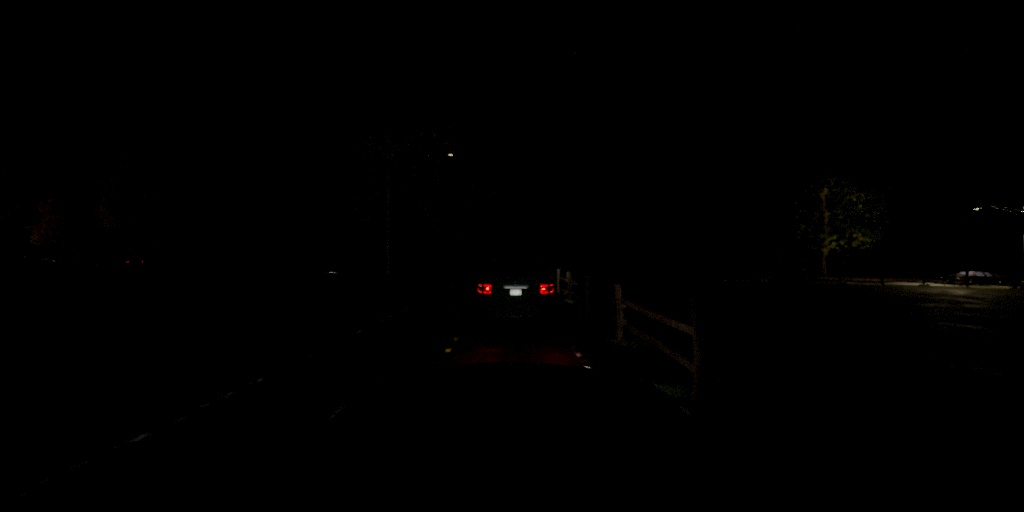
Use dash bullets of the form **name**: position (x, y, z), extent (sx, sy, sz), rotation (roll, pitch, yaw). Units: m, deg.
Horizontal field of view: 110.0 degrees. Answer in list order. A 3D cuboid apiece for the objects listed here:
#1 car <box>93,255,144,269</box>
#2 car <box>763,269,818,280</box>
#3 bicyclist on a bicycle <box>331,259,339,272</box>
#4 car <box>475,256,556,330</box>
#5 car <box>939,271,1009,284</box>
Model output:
- **car**: position (-46.651, 0.638, 42.519), extent (4.553, 1.767, 2.097), rotation (1, 0, 3)
- **car**: position (30.505, 2.051, 39.341), extent (4.718, 1.301, 1.895), rotation (1, 0, 2)
- **bicyclist on a bicycle**: position (-21.984, 1.140, 44.569), extent (0.582, 1.620, 1.656), rotation (1, 0, 2)
- **car**: position (0.100, 1.028, 11.495), extent (2.150, 2.045, 5.566), rotation (0, -1, 0)
- **car**: position (49.541, 2.296, 38.446), extent (5.357, 1.411, 2.033), rotation (1, 0, 2)
